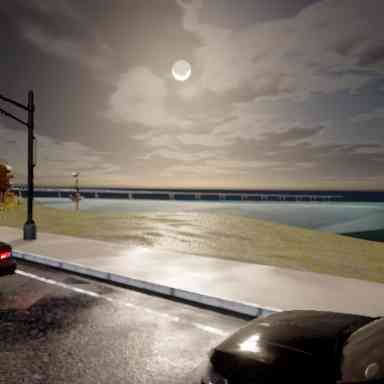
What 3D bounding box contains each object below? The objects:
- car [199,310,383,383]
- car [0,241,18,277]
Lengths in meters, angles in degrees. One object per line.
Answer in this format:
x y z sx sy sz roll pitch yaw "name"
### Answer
2.297 1.515 2.046 4.892 1.490 1.837 1 1 36 "car"
-6.502 1.426 8.365 5.357 1.411 2.033 1 0 35 "car"
